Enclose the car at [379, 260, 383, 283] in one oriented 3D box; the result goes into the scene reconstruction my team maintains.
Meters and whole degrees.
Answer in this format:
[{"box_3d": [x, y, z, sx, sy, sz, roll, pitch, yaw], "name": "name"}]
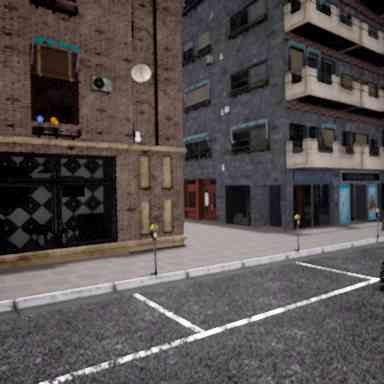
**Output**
[{"box_3d": [6.236, 1.530, 7.800, 4.181, 1.385, 1.994, 0, 0, -35], "name": "car"}]
